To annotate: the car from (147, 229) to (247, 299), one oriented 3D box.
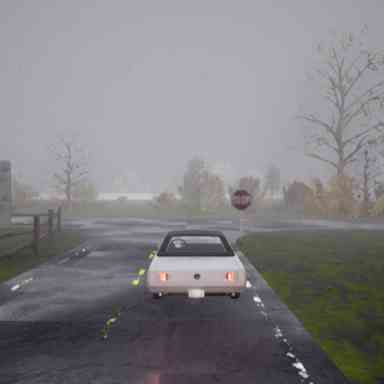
[{"bbox_3d":[0.070,1.592,8.391,1.895,1.301,4.718,0,0,-1],"label":"car"}]
